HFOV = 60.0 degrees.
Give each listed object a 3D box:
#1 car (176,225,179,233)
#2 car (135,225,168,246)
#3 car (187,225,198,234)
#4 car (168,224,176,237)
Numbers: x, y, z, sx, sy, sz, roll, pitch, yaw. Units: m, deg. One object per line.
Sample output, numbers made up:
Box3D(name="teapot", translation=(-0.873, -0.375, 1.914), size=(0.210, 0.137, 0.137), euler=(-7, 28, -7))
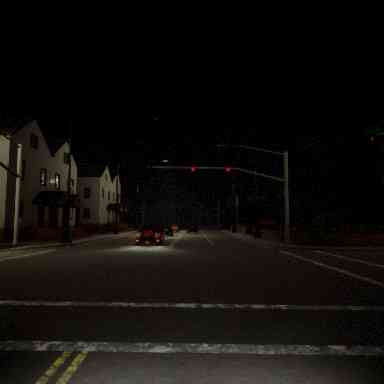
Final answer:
Box3D(name="car", translation=(-3.461, 6.589, 60.088), size=(1.882, 1.535, 5.008), euler=(0, -4, 1))
Box3D(name="car", translation=(-3.554, 3.643, 28.644), size=(2.097, 1.767, 4.553), euler=(0, -5, 0))
Box3D(name="car", translation=(0.105, 6.475, 57.881), size=(2.033, 1.411, 5.357), euler=(0, -5, 0))
Box3D(name="car", translation=(-3.517, 5.189, 44.174), size=(1.837, 1.490, 4.892), euler=(0, -5, 0))
